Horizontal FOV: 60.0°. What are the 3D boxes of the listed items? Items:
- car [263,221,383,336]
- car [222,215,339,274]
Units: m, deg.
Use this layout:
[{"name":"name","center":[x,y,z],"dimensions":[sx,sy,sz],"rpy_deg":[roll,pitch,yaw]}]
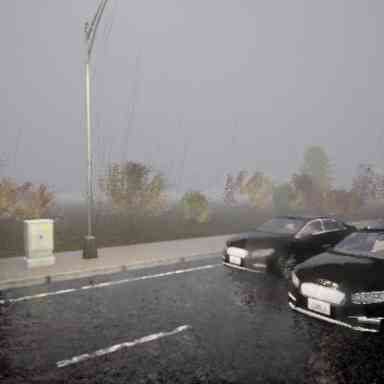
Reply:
[{"name":"car","center":[3.920,1.462,6.491],"dimensions":[4.902,1.511,2.128],"rpy_deg":[0,0,-36]},{"name":"car","center":[3.088,1.457,9.892],"dimensions":[4.902,1.511,2.128],"rpy_deg":[0,0,-36]}]
